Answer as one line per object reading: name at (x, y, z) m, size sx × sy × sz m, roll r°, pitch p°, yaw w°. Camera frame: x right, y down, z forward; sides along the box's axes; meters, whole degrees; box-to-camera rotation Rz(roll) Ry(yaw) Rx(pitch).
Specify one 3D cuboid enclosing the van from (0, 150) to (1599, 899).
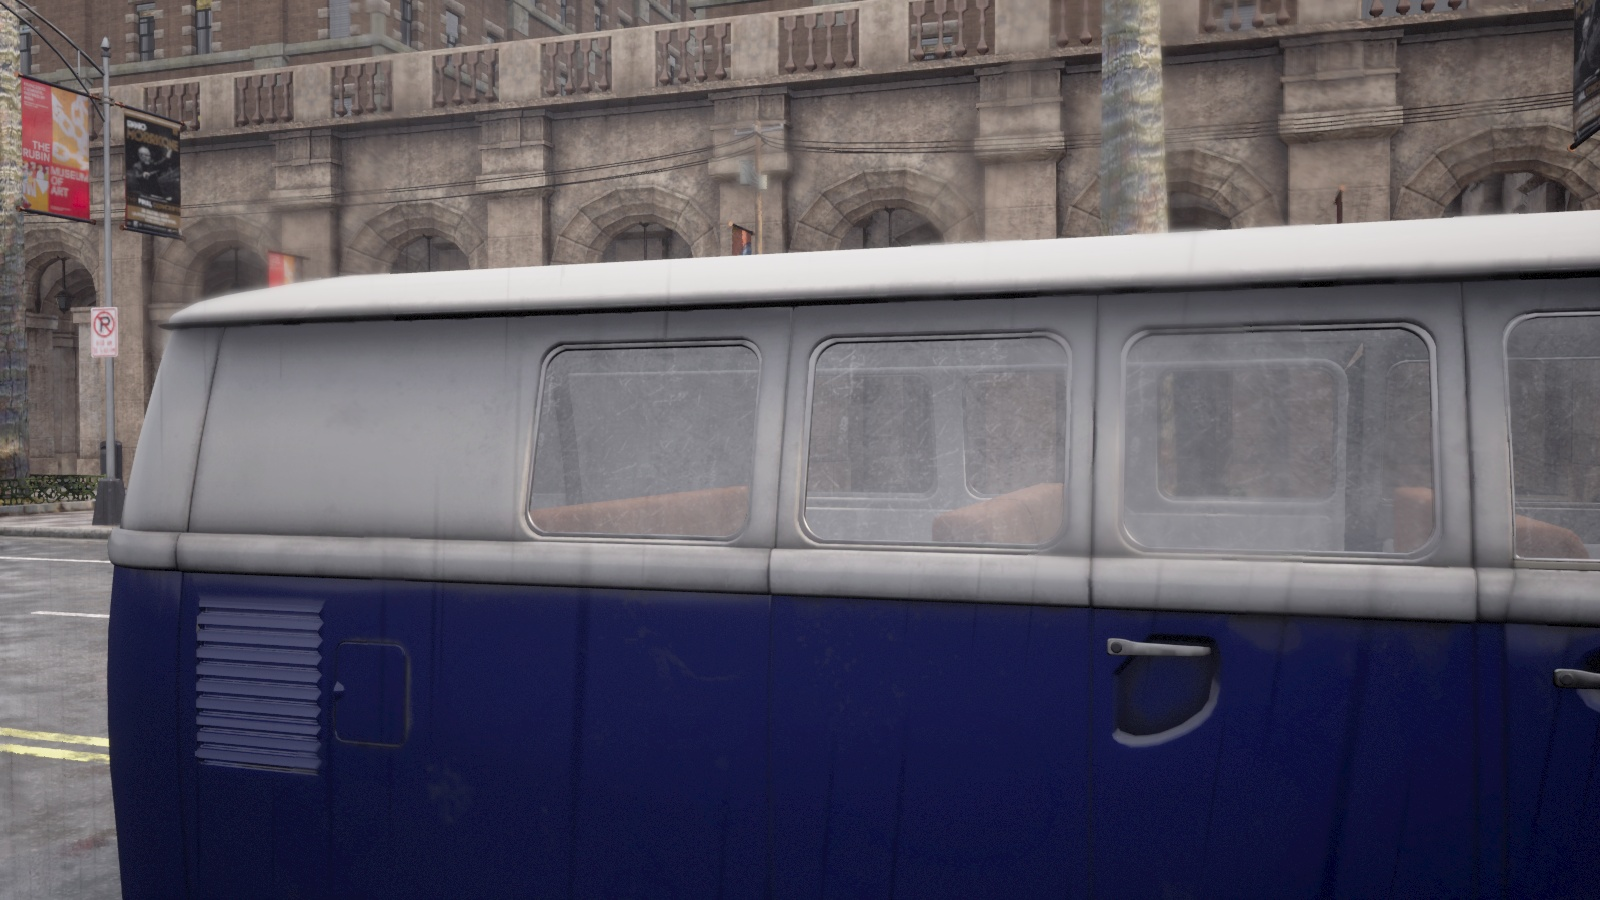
van at (0.567, 0.533, 2.993) m, size 4.442 × 1.987 × 1.775 m, roll 1°, pitch 1°, yaw 18°
